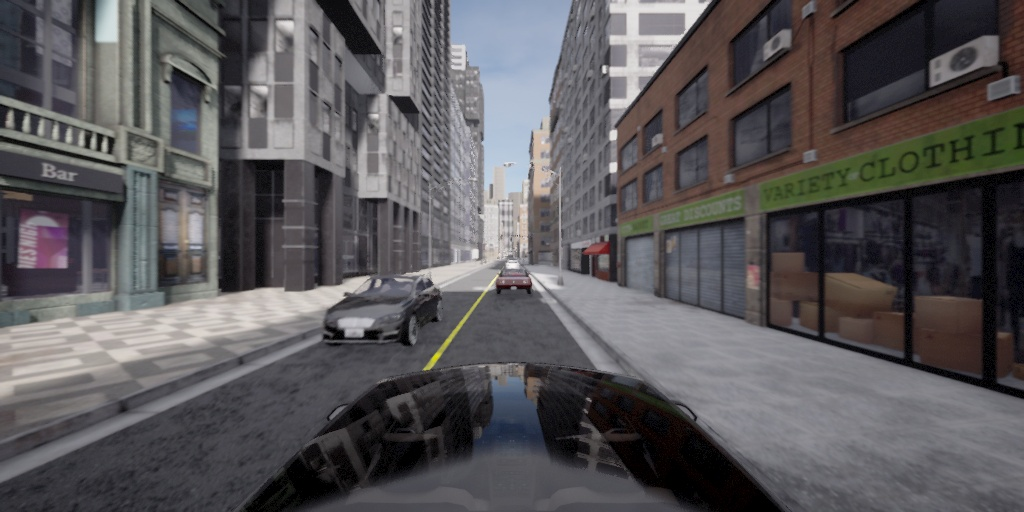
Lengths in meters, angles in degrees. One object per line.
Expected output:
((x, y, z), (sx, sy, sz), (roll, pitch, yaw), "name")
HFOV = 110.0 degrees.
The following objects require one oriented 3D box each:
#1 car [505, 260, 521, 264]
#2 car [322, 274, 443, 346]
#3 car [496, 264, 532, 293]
((0.119, 1.271, 45.790), (1.812, 1.442, 4.674), (0, 0, 0), "car")
((-3.079, 1.245, 9.474), (2.128, 1.511, 4.902), (0, 0, 0), "car")
((0.102, 1.352, 20.478), (1.895, 1.301, 4.718), (0, 0, 0), "car")
